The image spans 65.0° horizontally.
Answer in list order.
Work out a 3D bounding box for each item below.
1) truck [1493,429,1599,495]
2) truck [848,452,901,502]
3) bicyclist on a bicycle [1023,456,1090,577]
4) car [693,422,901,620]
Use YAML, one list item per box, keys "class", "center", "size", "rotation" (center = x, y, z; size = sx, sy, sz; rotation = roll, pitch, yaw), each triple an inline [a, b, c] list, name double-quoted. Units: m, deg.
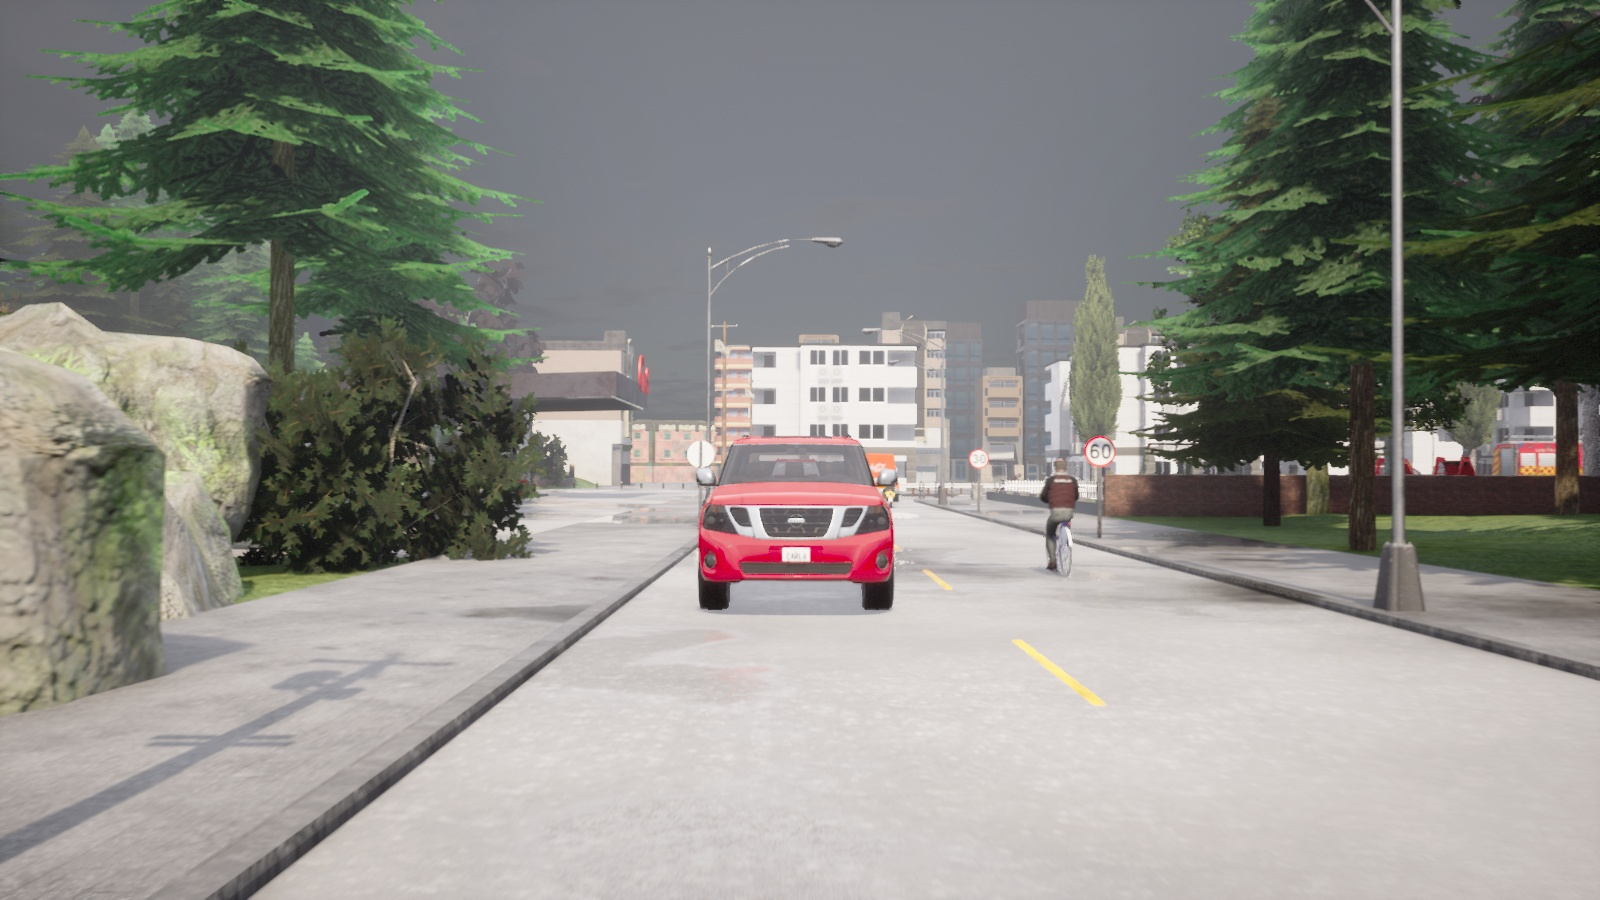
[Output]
- class: "truck"
  center: [45.829, 0.699, 73.873]
  size: [8.468, 3.827, 2.891]
  rotation: [0, -1, 0]
- class: "truck"
  center: [3.940, 1.415, 66.060]
  size: [2.627, 2.467, 5.204]
  rotation: [-1, -1, 4]
- class: "bicyclist on a bicycle"
  center: [3.953, 0.994, 19.474]
  size: [0.659, 1.776, 1.843]
  rotation: [0, -1, 0]
- class: "car"
  center: [-0.039, 0.801, 15.837]
  size: [2.150, 2.045, 5.566]
  rotation: [0, -1, 0]
